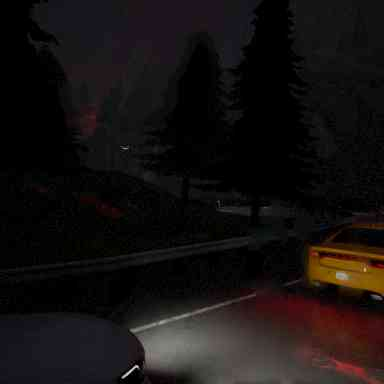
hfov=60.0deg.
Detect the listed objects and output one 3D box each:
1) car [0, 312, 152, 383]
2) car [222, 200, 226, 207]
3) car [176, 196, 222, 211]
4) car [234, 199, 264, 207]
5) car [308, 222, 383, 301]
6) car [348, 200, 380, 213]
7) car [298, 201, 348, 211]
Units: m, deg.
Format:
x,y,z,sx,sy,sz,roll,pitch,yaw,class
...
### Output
x,y,z,sx,sy,sz,roll,pitch,yaw,class
-2.523,1.526,2.208,4.674,1.442,1.812,0,0,-36,car
2.640,1.328,48.462,4.553,1.767,2.097,0,0,34,car
0.861,1.492,41.192,4.892,1.490,1.837,0,0,34,car
8.339,1.559,48.796,4.181,1.385,1.994,0,0,34,car
4.749,1.478,8.075,5.008,1.535,1.882,0,0,-42,car
18.536,1.605,37.571,4.718,1.301,1.895,0,0,34,car
14.091,1.530,36.372,4.674,1.442,1.812,0,0,34,car
